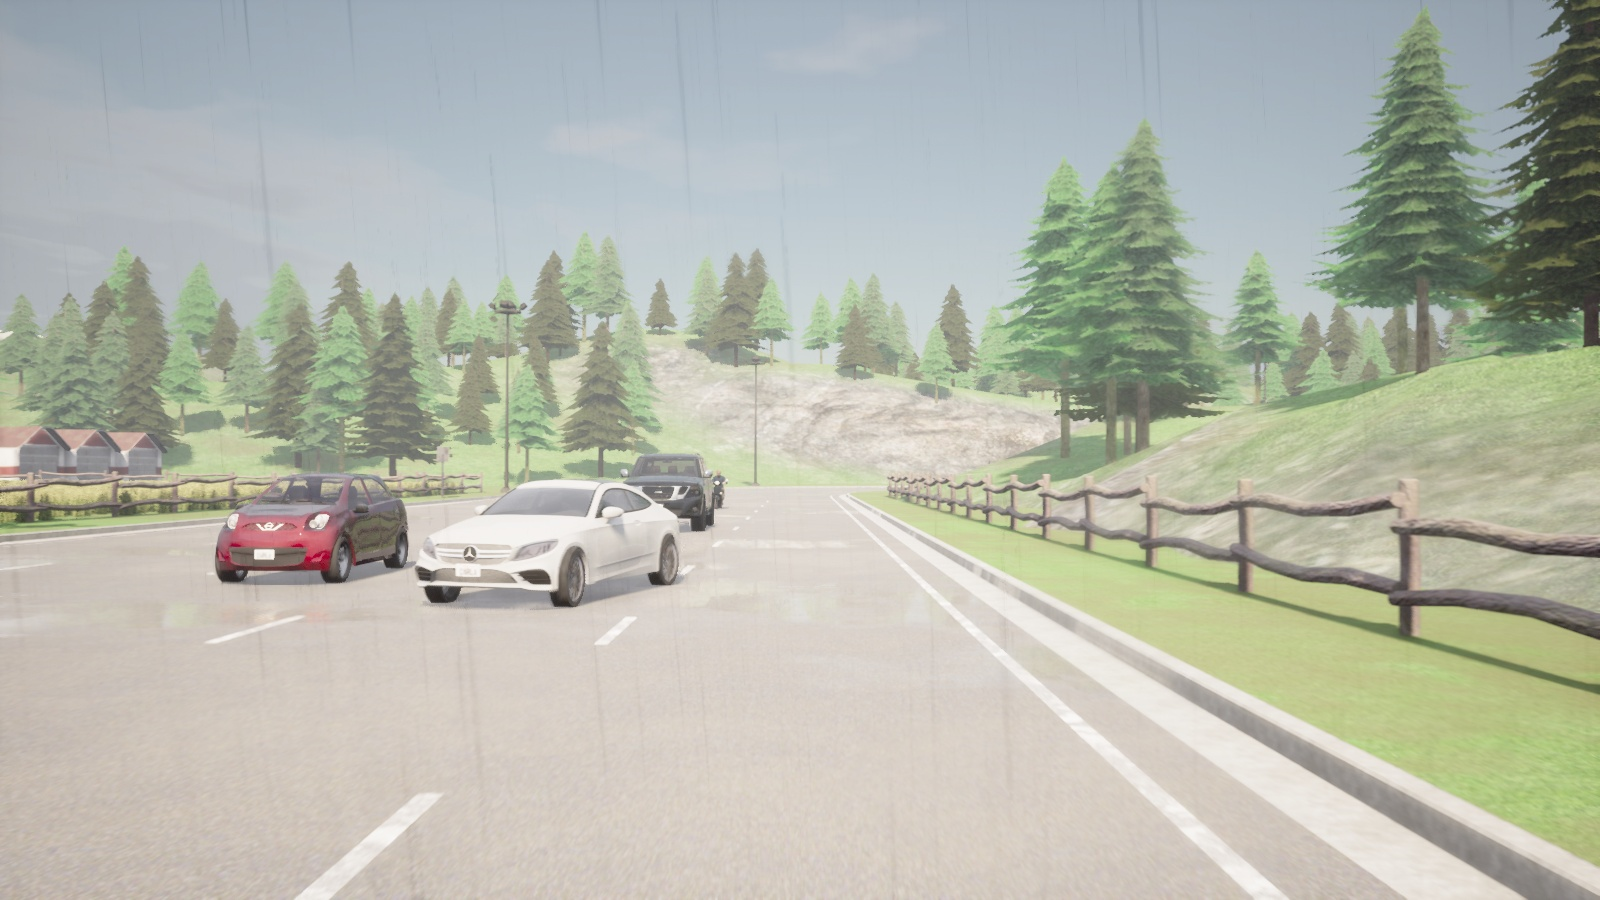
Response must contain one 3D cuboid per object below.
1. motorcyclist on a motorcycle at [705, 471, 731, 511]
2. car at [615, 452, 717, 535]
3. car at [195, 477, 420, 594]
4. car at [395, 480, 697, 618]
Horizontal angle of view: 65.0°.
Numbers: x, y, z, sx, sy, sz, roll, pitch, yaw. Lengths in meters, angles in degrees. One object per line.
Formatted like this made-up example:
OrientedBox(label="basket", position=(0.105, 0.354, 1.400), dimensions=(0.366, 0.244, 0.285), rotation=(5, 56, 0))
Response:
OrientedBox(label="motorcyclist on a motorcycle", position=(-3.327, 1.637, 51.103), dimensions=(0.866, 1.590, 1.817), rotation=(0, -1, 3))
OrientedBox(label="car", position=(-3.497, 1.113, 33.759), dimensions=(2.150, 2.045, 5.566), rotation=(0, -1, 0))
OrientedBox(label="car", position=(-7.015, 1.163, 18.295), dimensions=(1.845, 1.501, 3.633), rotation=(0, -1, 0))
OrientedBox(label="car", position=(-2.987, 1.120, 15.960), dimensions=(1.812, 1.442, 4.674), rotation=(-1, -1, 16))
